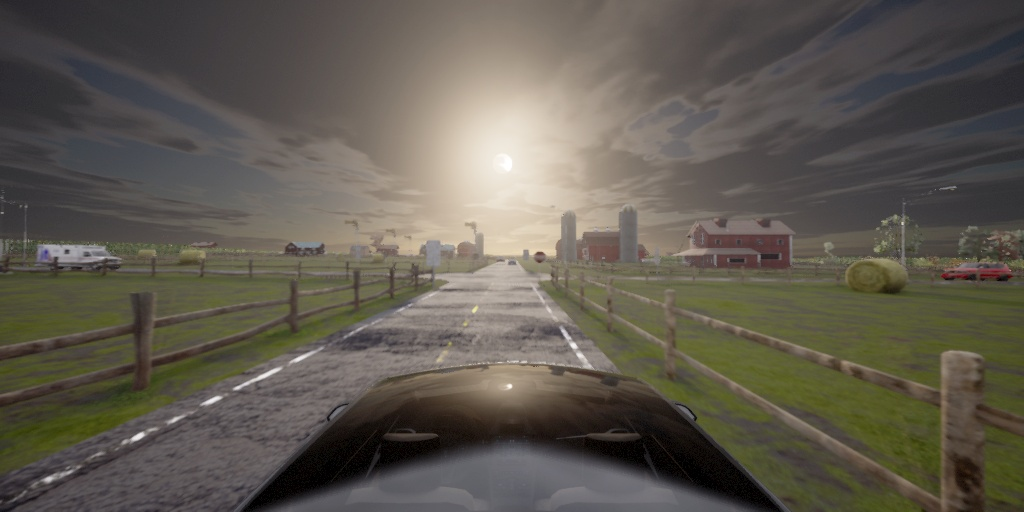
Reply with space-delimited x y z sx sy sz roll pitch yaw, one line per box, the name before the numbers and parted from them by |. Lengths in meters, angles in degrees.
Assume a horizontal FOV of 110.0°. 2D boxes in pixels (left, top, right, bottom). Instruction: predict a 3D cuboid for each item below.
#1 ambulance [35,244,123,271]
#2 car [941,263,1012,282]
ambulance | -42.113 0.168 35.102 6.366 2.431 2.351 1 -1 0
car | 49.065 1.701 37.942 5.566 2.045 2.150 1 -1 0
